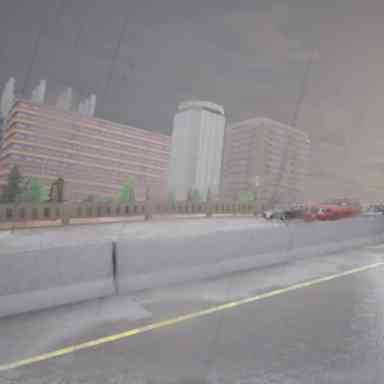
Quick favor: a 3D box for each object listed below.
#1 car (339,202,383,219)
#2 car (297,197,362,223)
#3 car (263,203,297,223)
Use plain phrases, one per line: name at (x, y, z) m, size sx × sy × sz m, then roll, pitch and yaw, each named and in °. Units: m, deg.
car at (11.927, 1.605, 21.263) m, size 4.902 × 1.511 × 2.128 m, roll 2°, pitch -2°, yaw -36°
car at (10.666, 1.382, 24.672) m, size 5.566 × 2.045 × 2.150 m, roll 3°, pitch -2°, yaw -36°
car at (7.820, 1.632, 26.931) m, size 4.902 × 1.511 × 2.128 m, roll 2°, pitch -2°, yaw -36°
